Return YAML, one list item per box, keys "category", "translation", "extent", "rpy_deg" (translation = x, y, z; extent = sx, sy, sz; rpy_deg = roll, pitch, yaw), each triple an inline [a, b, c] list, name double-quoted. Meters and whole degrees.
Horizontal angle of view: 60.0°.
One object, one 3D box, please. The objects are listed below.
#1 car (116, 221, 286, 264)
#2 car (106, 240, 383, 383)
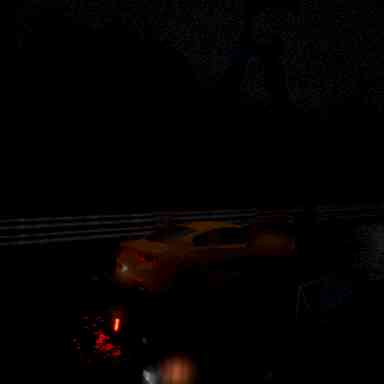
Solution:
- category: "car"
  translation: [0.590, 1.482, 8.465]
  extent: [5.008, 1.535, 1.882]
  rpy_deg: [0, 0, -36]
- category: "car"
  translation: [1.365, 1.604, 4.720]
  extent: [4.718, 1.301, 1.895]
  rpy_deg: [0, 0, -35]
